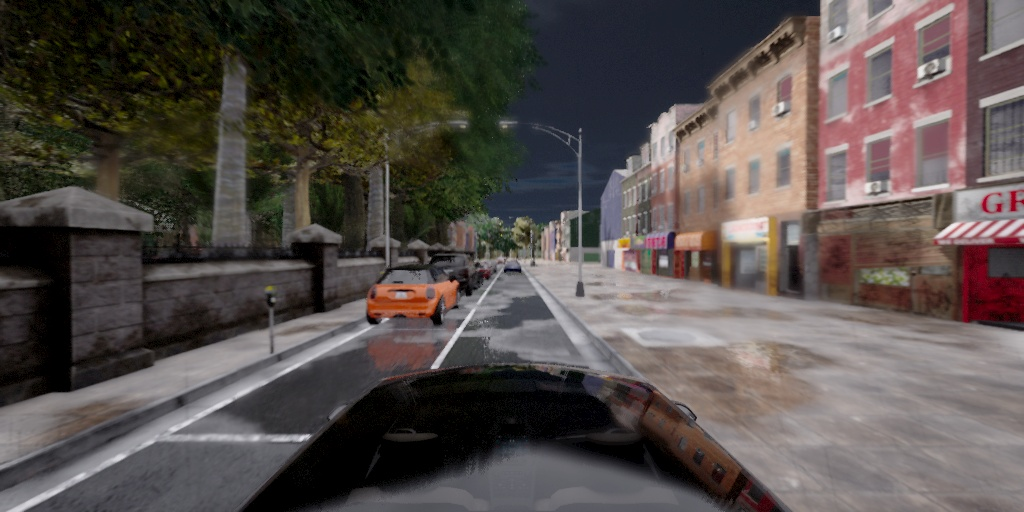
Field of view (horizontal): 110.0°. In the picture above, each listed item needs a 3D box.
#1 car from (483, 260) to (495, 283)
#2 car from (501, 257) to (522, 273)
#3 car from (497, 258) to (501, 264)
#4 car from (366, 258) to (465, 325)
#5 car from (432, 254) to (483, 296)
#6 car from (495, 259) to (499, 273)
[{"bbox_3d":[-2.630,1.184,29.421,1.888,1.381,4.507,0,0,0],"label":"car"},{"bbox_3d":[0.098,1.169,41.706,1.994,1.385,4.181,0,0,0],"label":"car"},{"bbox_3d":[-2.627,1.173,40.798,1.948,1.339,4.313,0,0,0],"label":"car"},{"bbox_3d":[-2.985,1.057,11.795,2.097,1.767,4.553,0,0,0],"label":"car"},{"bbox_3d":[-2.976,0.897,18.855,2.150,2.045,5.566,0,0,0],"label":"car"},{"bbox_3d":[-2.628,1.173,35.110,2.007,1.370,4.403,0,0,0],"label":"car"}]
